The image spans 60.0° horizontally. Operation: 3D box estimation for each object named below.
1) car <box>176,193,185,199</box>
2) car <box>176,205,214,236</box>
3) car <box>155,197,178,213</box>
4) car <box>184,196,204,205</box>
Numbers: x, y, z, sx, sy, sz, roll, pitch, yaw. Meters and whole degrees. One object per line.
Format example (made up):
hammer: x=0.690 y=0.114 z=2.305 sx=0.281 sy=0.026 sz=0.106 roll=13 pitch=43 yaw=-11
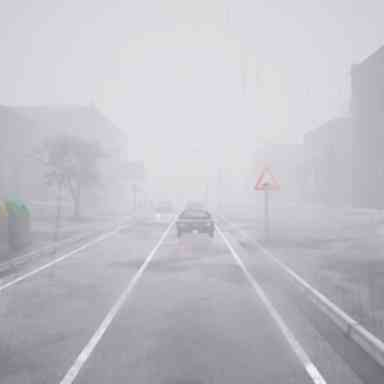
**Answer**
car: x=-2.686 y=1.027 z=77.469 sx=1.882 sy=1.535 sz=5.008 roll=0 pitch=0 yaw=0
car: x=0.173 y=1.622 z=18.336 sx=1.895 sy=1.301 sz=4.718 roll=0 pitch=0 yaw=0
car: x=-2.944 y=1.577 z=36.992 sx=2.033 sy=1.411 sz=5.357 roll=0 pitch=0 yaw=0
car: x=0.245 y=1.508 z=36.573 sx=1.882 sy=1.535 sz=5.008 roll=0 pitch=0 yaw=0
